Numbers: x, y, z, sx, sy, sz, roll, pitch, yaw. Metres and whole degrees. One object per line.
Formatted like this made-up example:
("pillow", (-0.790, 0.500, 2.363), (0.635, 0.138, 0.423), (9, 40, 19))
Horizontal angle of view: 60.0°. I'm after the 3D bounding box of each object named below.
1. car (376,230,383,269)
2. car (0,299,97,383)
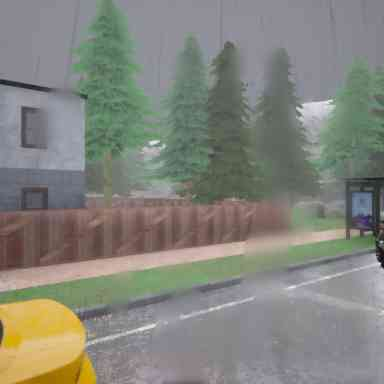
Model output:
("car", (7.580, 1.220, 9.676), (5.566, 2.045, 2.150), (0, 0, -37))
("car", (-3.070, 1.478, 1.717), (5.008, 1.535, 1.882), (0, 0, -37))
